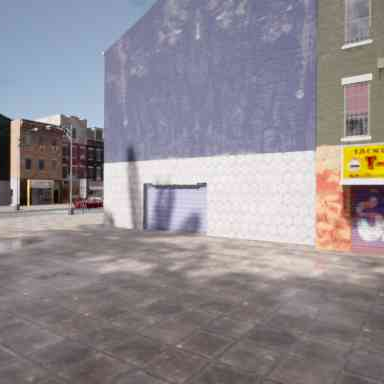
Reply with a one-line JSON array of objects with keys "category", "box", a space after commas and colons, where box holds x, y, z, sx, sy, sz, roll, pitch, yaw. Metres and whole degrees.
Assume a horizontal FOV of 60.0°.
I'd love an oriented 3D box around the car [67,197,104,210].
[{"category": "car", "box": [-11.101, 1.261, 36.301, 1.895, 1.301, 4.718, 1, 1, 35]}]
